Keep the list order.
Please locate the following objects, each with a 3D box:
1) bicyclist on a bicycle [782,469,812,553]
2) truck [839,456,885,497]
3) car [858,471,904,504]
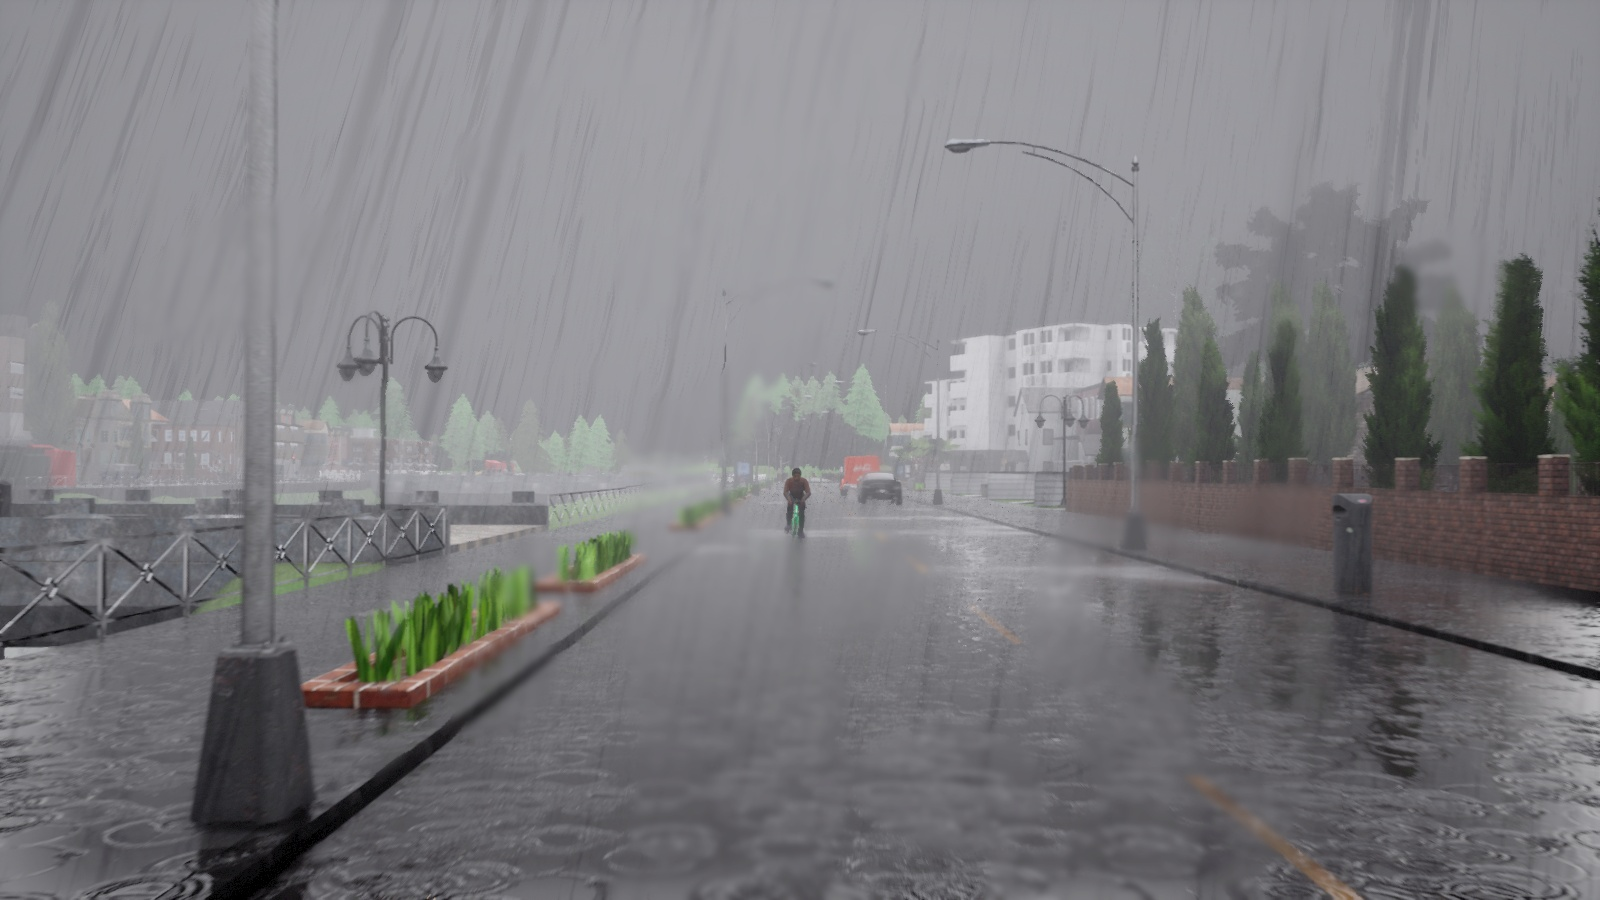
[{"bbox_3d":[-0.059,1.187,25.038,0.582,1.620,1.656,0,-1,0],"label":"bicyclist on a bicycle"},{"bbox_3d":[3.814,1.621,78.165,2.627,2.467,5.204,0,-1,0],"label":"truck"},{"bbox_3d":[3.857,1.794,60.747,1.882,1.535,5.008,0,-1,0],"label":"car"}]
